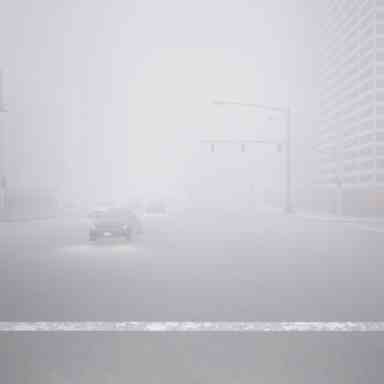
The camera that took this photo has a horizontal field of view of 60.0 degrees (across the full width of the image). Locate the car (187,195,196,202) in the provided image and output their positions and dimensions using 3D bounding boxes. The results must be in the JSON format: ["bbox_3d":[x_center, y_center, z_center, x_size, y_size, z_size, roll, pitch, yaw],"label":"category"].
[{"bbox_3d":[-0.143,1.381,74.524,1.994,1.385,4.181,0,0,0],"label":"car"}]

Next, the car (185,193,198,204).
[{"bbox_3d":[-0.122,1.221,63.853,2.150,2.045,5.566,0,0,0],"label":"car"}]

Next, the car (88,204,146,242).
[{"bbox_3d":[-3.629,1.526,16.510,1.812,1.442,4.674,0,0,0],"label":"car"}]

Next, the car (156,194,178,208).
[{"bbox_3d":[-3.690,1.488,49.201,2.128,1.511,4.902,0,0,0],"label":"car"}]

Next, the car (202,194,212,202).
[{"bbox_3d":[3.360,1.355,74.675,2.097,1.767,4.553,0,0,0],"label":"car"}]

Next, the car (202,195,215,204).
[{"bbox_3d":[3.473,1.525,64.772,1.812,1.442,4.674,0,0,0],"label":"car"}]

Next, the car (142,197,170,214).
[{"bbox_3d":[-3.665,1.564,34.467,1.994,1.385,4.181,0,0,0],"label":"car"}]

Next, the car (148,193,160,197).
[{"bbox_3d":[-7.167,1.223,63.809,2.150,2.045,5.566,0,0,0],"label":"car"}]

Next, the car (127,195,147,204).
[{"bbox_3d":[-7.181,1.505,42.609,1.837,1.490,4.892,0,0,0],"label":"car"}]

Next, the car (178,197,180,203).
[{"bbox_3d":[-3.632,1.371,68.850,2.097,1.767,4.553,0,0,0],"label":"car"}]

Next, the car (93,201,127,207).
[{"bbox_3d":[-7.481,1.526,29.083,1.812,1.442,4.674,0,0,5],"label":"car"}]
